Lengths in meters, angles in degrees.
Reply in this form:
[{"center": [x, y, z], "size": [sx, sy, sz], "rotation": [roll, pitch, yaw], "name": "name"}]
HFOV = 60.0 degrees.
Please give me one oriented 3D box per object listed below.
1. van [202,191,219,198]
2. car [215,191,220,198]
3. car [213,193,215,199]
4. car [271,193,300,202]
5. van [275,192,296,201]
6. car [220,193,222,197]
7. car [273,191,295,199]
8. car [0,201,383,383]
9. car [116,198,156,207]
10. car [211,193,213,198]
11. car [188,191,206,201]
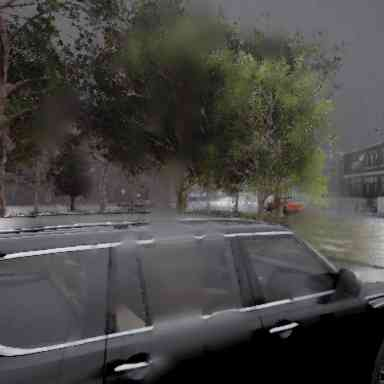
[{"center": [5.332, 0.749, 94.847], "size": [4.442, 1.987, 1.878], "rotation": [0, 1, 13], "name": "van"}, {"center": [3.912, 0.799, 89.517], "size": [5.566, 2.045, 2.435], "rotation": [0, 1, 13], "name": "car"}, {"center": [2.655, 1.128, 84.152], "size": [4.892, 1.521, 2.231], "rotation": [0, 1, 13], "name": "car"}, {"center": [9.751, 1.313, 36.223], "size": [2.097, 1.767, 4.553], "rotation": [0, 0, -19], "name": "car"}, {"center": [21.104, 0.953, 75.088], "size": [4.442, 1.987, 1.878], "rotation": [0, 1, 13], "name": "van"}, {"center": [4.760, 1.010, 92.152], "size": [5.366, 1.575, 1.946], "rotation": [0, 1, 13], "name": "car"}, {"center": [24.450, 0.735, 88.446], "size": [5.566, 2.045, 2.435], "rotation": [0, 1, 13], "name": "car"}, {"center": [0.043, 1.219, 3.285], "size": [5.566, 2.045, 2.150], "rotation": [0, 0, -32], "name": "car"}, {"center": [-7.518, 1.518, 45.176], "size": [5.357, 1.411, 2.033], "rotation": [0, 0, -5], "name": "car"}, {"center": [2.051, 1.035, 81.455], "size": [4.553, 1.767, 2.185], "rotation": [0, 1, 13], "name": "car"}, {"center": [0.131, 1.124, 73.406], "size": [4.553, 1.767, 2.185], "rotation": [0, 1, 13], "name": "car"}]
